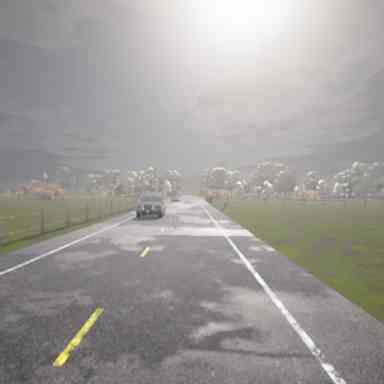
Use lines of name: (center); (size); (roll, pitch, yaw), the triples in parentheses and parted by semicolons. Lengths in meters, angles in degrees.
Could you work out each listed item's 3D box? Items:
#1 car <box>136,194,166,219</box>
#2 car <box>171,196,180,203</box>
car: (-3.606, 1.240, 29.956); (2.150, 2.045, 5.566); (0, 0, 0)
car: (-3.522, 1.595, 71.810); (1.994, 1.385, 4.181); (0, 0, 0)
